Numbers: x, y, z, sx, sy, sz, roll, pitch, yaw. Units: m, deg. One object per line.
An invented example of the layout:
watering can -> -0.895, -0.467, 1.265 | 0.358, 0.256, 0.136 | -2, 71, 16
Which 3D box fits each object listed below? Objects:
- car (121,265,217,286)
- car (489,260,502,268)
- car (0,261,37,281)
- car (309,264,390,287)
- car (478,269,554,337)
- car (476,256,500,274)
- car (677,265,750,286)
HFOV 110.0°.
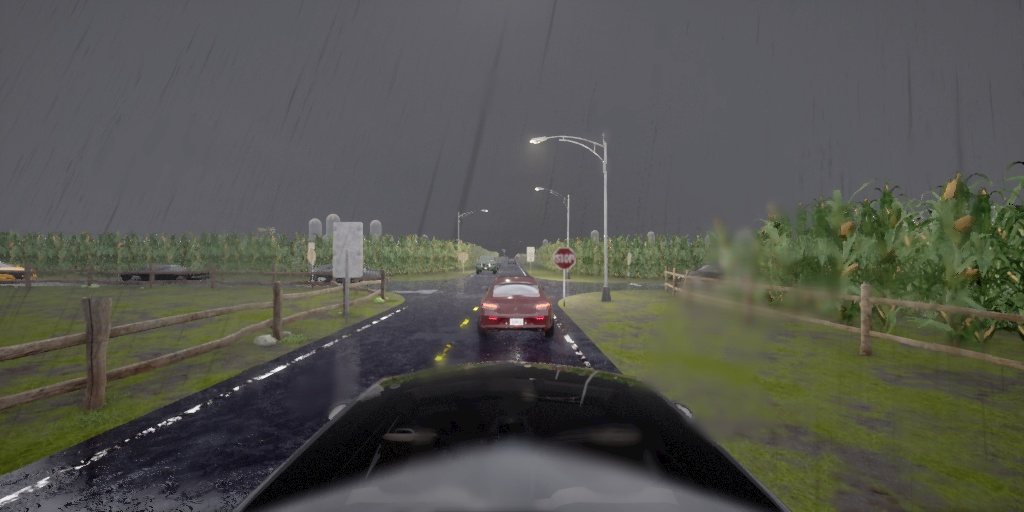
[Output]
car -> -22.176, 1.215, 23.320 | 4.718, 1.301, 1.895 | 0, -1, 1
car -> -2.803, 1.324, 61.733 | 1.895, 1.301, 4.718 | 0, 0, 0
car -> -34.322, 1.029, 23.453 | 5.008, 1.535, 1.882 | 0, -1, 1
car -> -10.409, 1.186, 23.199 | 4.892, 1.490, 1.837 | 0, -1, 1
car -> 0.101, 1.276, 10.154 | 1.812, 1.442, 4.674 | 0, 0, 0
car -> -2.830, 0.961, 41.180 | 2.150, 2.045, 5.566 | 0, 0, 0
car -> 14.462, 1.371, 25.892 | 4.892, 1.490, 1.837 | 0, -1, 1
